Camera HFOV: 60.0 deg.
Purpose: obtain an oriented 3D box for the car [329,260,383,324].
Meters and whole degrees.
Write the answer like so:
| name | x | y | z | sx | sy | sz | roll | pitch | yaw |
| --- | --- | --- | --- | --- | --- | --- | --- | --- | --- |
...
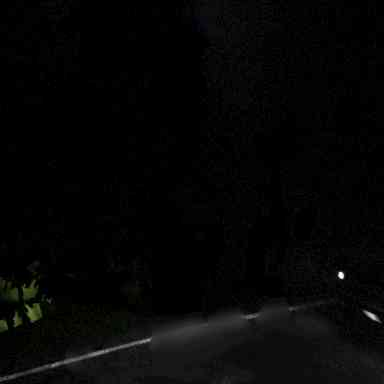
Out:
| name | x | y | z | sx | sy | sz | roll | pitch | yaw |
| --- | --- | --- | --- | --- | --- | --- | --- | --- | --- |
| car | 4.744 | 1.436 | 5.382 | 4.718 | 1.301 | 1.895 | -1 | 2 | -14 |
